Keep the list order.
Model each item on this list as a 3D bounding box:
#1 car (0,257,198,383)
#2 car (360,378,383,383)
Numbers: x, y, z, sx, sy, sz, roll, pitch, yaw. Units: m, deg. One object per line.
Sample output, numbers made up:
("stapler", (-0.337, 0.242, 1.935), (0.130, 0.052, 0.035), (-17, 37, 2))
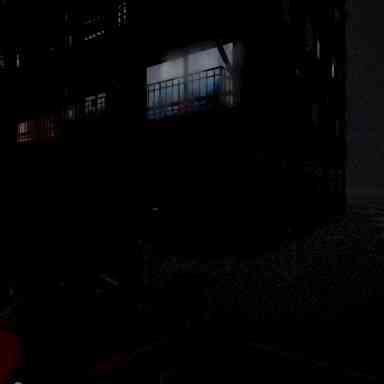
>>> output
("car", (-2.036, 1.545, 4.330), (4.507, 1.381, 1.887), (0, 0, 36))
("car", (2.551, 1.566, 1.055), (4.313, 1.339, 1.947), (0, 0, 36))
